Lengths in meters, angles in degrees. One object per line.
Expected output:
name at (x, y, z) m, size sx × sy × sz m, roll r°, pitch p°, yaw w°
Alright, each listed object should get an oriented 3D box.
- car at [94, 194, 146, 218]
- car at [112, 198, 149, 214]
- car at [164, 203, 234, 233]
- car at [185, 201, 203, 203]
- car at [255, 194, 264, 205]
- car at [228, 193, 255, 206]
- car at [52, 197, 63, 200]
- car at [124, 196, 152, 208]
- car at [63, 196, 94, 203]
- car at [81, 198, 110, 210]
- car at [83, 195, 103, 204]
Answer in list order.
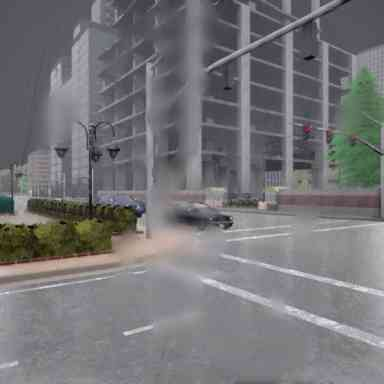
car at (-6.250, 1.167, 28.762) m, size 2.150 × 2.045 × 5.566 m, roll 0°, pitch 0°, yaw -36°
car at (-6.610, 1.422, 35.216) m, size 1.882 × 1.535 × 5.008 m, roll 0°, pitch 0°, yaw -36°
car at (0.319, 1.546, 19.719) m, size 1.895 × 1.301 × 4.718 m, roll 0°, pitch 0°, yaw -36°
car at (0.315, 1.470, 25.686) m, size 1.812 × 1.442 × 4.674 m, roll 0°, pitch 0°, yaw -36°
car at (9.500, 1.114, 52.377) m, size 1.905 × 1.878 × 3.866 m, roll 0°, pitch 0°, yaw -36°
car at (7.110, 1.114, 50.663) m, size 1.905 × 1.878 × 3.866 m, roll 0°, pitch 0°, yaw -36°
car at (-18.301, 1.470, 45.397) m, size 1.812 × 1.442 × 4.674 m, roll 0°, pitch 0°, yaw -36°
car at (-8.062, 1.436, 49.459) m, size 2.128 × 1.511 × 4.902 m, roll 0°, pitch 0°, yaw -36°
car at (-12.365, 1.492, 37.180) m, size 2.033 × 1.411 × 5.357 m, roll 0°, pitch 0°, yaw -36°
car at (-12.774, 1.492, 43.706) m, size 2.033 × 1.411 × 5.357 m, roll 0°, pitch 0°, yaw -36°
car at (-19.430, 1.435, 65.115) m, size 2.128 × 1.511 × 4.902 m, roll 0°, pitch 0°, yaw -36°
